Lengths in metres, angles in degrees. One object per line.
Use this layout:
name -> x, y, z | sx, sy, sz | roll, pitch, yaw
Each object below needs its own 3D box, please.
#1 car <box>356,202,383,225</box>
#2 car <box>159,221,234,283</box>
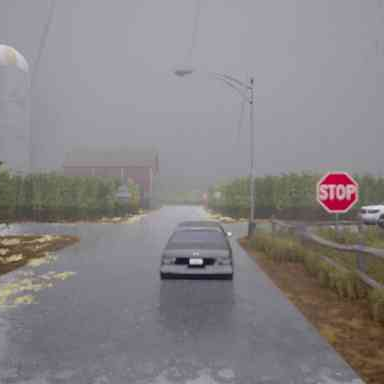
car -> 13.812, 1.290, 21.692 | 5.566, 2.045, 2.150 | 1, -1, 0
car -> 0.223, 1.573, 9.832 | 2.033, 1.411, 5.357 | 0, 0, 3
